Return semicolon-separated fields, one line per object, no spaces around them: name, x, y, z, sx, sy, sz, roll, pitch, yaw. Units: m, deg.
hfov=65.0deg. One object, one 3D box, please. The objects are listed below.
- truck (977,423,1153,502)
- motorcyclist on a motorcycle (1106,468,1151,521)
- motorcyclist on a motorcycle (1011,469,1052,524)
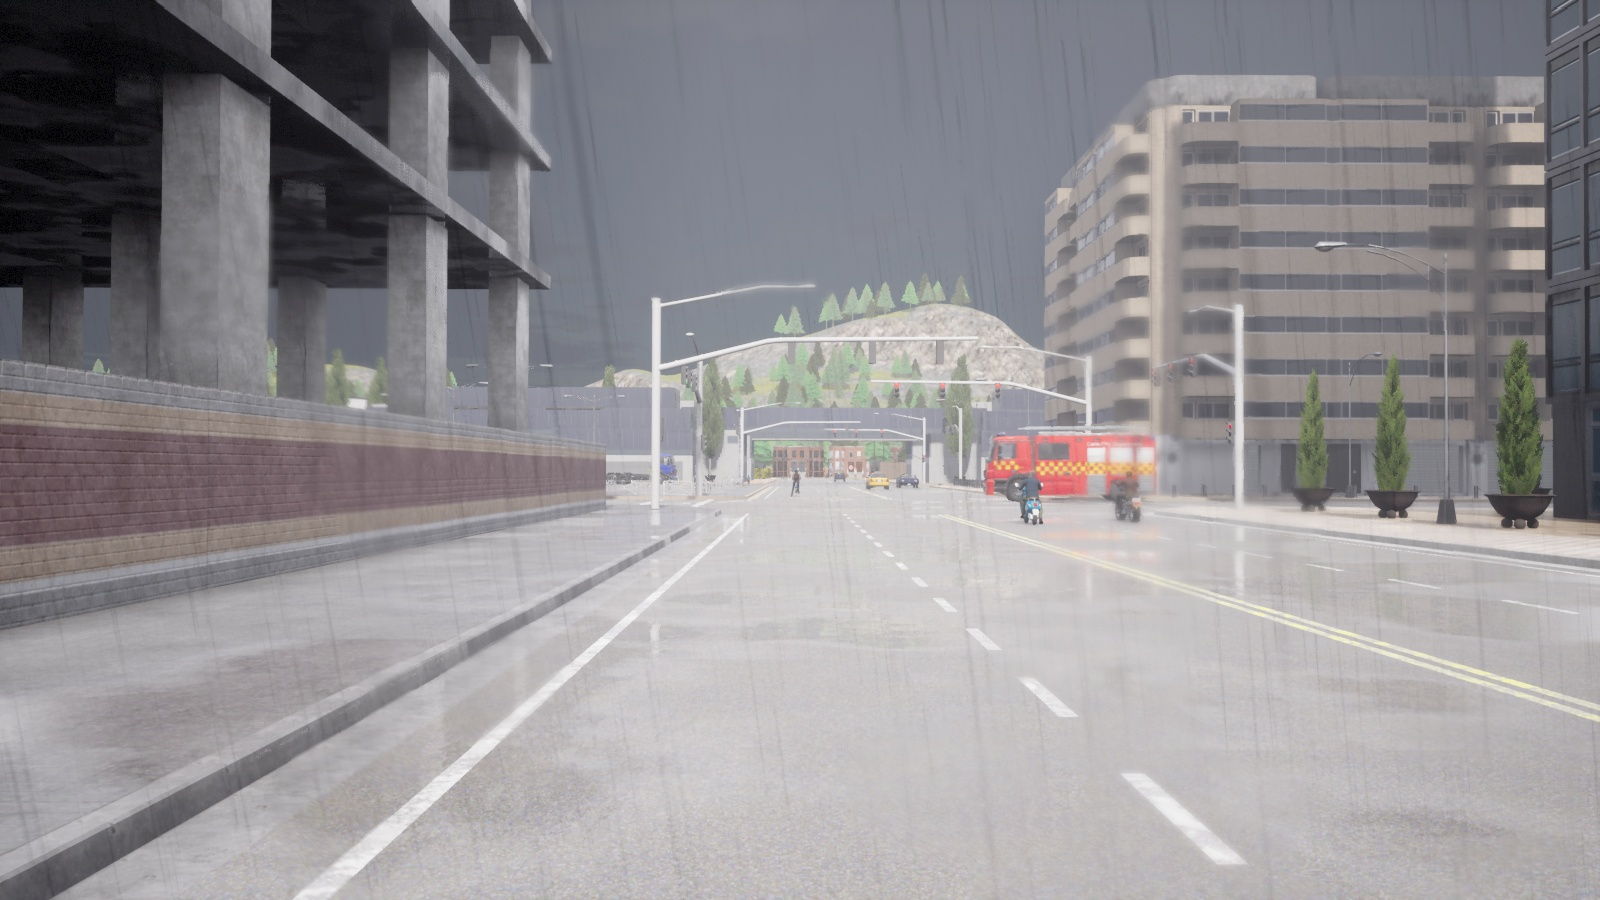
truck;13.362;0.629;63.911;8.468;3.827;2.891;-1;0;6
motorcyclist on a motorcycle;10.392;1.390;39.816;0.766;1.649;2.350;0;-1;0
motorcyclist on a motorcycle;6.898;1.369;37.519;0.866;1.590;1.817;0;-1;0
